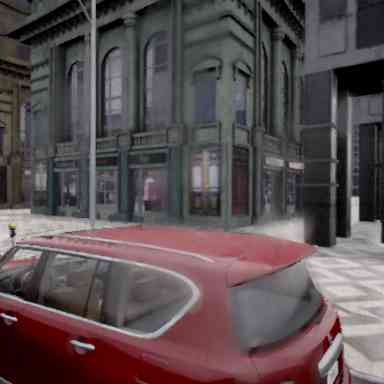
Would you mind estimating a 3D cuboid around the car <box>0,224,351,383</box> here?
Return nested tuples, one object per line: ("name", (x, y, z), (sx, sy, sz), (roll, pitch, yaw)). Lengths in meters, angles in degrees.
("car", (-0.988, 1.299, 3.662), (5.009, 1.841, 2.192), (0, 0, 35))
